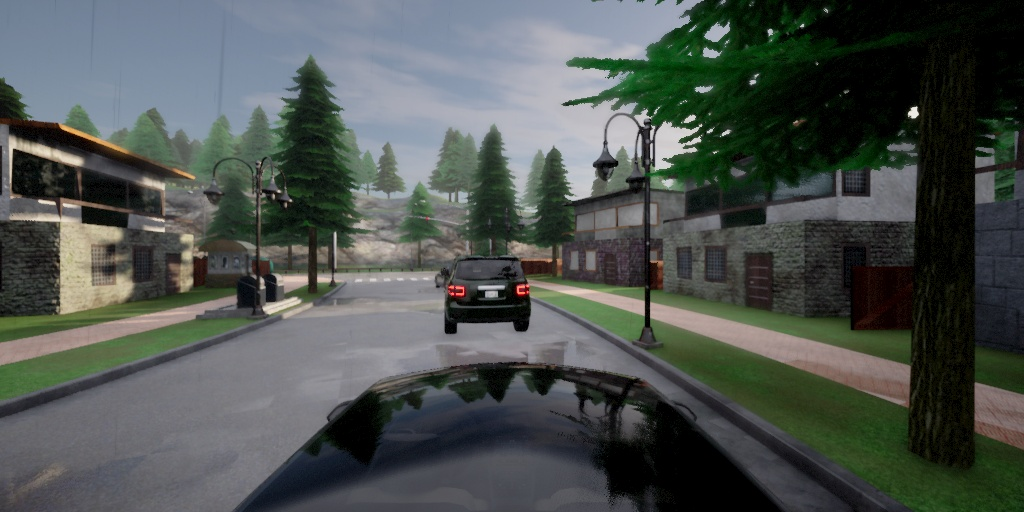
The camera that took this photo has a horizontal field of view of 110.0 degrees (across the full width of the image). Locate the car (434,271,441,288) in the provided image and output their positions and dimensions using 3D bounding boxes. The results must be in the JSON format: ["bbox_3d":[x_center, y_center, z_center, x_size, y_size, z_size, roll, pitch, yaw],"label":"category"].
[{"bbox_3d":[-3.322,1.293,21.069,2.033,1.411,5.357,0,0,-21],"label":"car"}]

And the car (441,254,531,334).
[{"bbox_3d":[-0.936,0.969,10.865,2.150,2.045,5.566,0,0,-10],"label":"car"}]
